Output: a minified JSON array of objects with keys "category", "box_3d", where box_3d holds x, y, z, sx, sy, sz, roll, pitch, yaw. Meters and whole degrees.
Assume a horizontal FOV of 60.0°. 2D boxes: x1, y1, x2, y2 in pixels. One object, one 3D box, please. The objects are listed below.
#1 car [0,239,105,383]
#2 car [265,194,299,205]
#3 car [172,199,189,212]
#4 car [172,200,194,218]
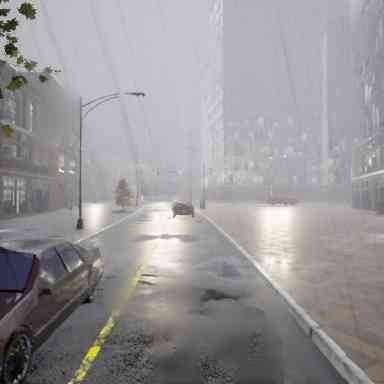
[{"category":"car","box_3d":[-2.884,1.549,5.441,2.033,1.411,5.357,0,0,-1]},{"category":"car","box_3d":[13.928,1.214,51.522,5.009,1.841,2.192,0,-1,15]},{"category":"car","box_3d":[-1.513,1.617,40.657,1.895,1.301,4.718,0,0,-4]},{"category":"car","box_3d":[-0.827,1.490,30.781,1.882,1.535,5.008,0,0,-3]}]
